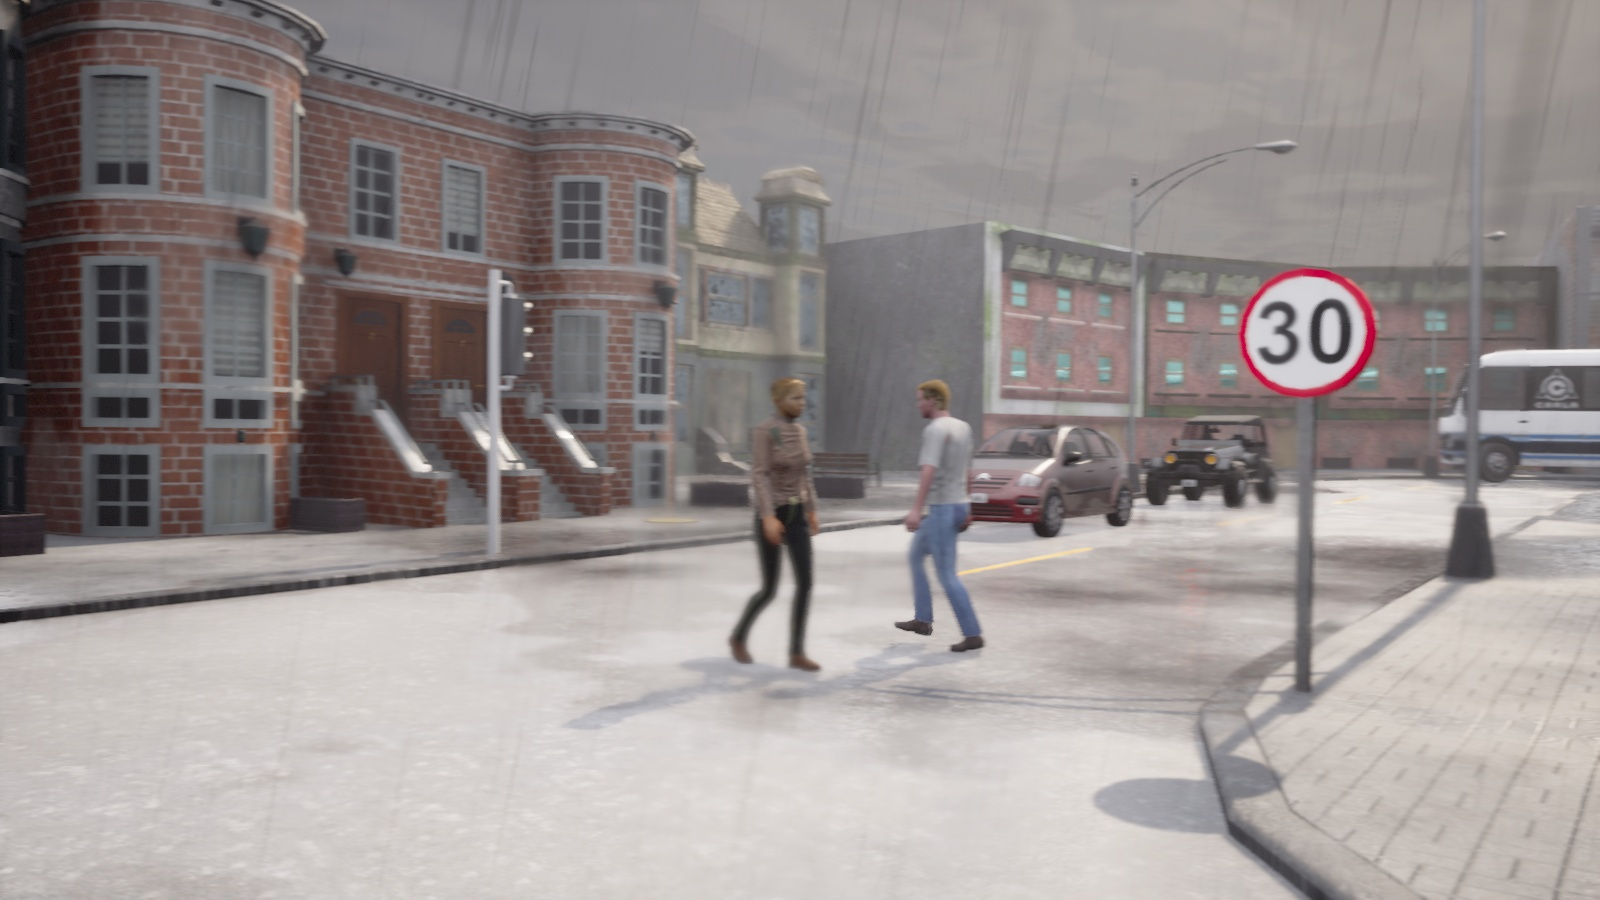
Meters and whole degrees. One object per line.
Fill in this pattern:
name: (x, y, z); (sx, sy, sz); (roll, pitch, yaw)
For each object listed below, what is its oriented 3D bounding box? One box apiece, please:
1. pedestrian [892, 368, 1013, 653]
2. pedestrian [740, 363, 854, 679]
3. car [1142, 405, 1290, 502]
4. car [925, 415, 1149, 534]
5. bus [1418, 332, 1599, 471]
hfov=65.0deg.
pedestrian: (1.018, 0.389, 8.407); (0.706, 1.836, 0.354); (0, 1, 30)
pedestrian: (-0.025, 0.410, 7.673); (0.331, 1.846, 0.634); (-1, 1, -43)
car: (8.794, 0.033, 26.339); (1.905, 1.878, 3.866); (0, 1, 35)
car: (3.711, 0.298, 19.151); (1.851, 1.617, 3.988); (0, 1, 36)
bus: (25.502, -1.530, 39.960); (10.273, 4.253, 3.944); (0, 2, 23)
